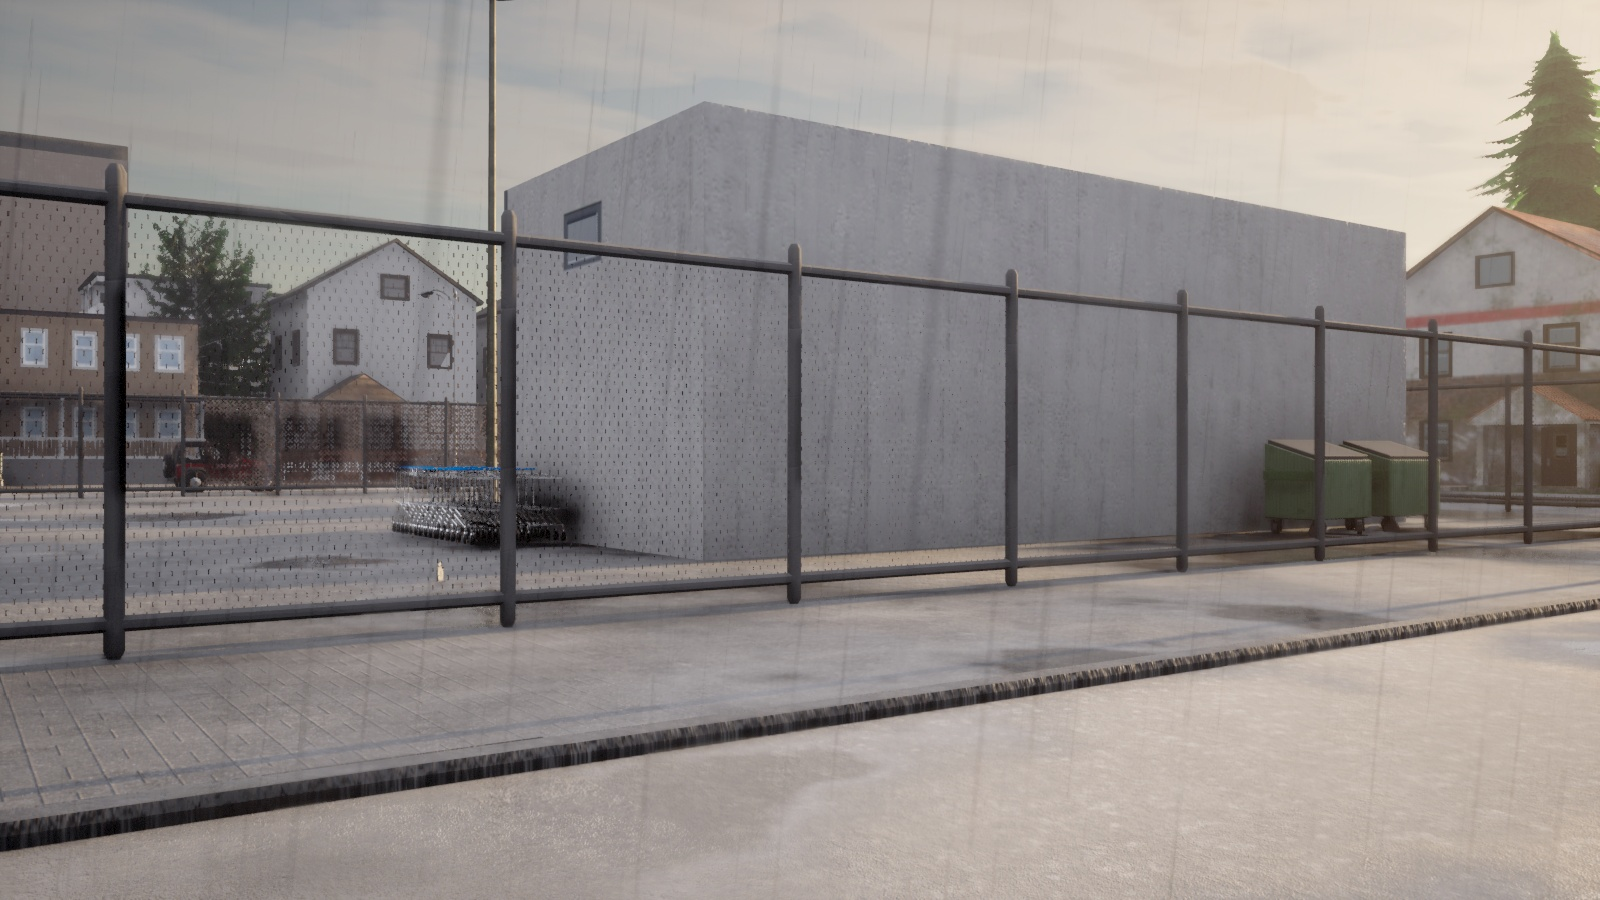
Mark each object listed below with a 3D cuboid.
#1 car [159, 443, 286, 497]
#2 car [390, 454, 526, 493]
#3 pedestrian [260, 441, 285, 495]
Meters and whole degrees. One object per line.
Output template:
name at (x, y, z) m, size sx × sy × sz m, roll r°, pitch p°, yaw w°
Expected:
car at (-20.718, 0.695, 45.078) m, size 3.866 × 1.878 × 1.905 m, roll 0°, pitch 0°, yaw -34°
car at (-13.605, 0.901, 50.073) m, size 4.892 × 1.490 × 1.837 m, roll 0°, pitch 0°, yaw -33°
pedestrian at (-18.109, 0.597, 43.114) m, size 0.354 × 1.836 × 0.706 m, roll 0°, pitch 0°, yaw 27°
